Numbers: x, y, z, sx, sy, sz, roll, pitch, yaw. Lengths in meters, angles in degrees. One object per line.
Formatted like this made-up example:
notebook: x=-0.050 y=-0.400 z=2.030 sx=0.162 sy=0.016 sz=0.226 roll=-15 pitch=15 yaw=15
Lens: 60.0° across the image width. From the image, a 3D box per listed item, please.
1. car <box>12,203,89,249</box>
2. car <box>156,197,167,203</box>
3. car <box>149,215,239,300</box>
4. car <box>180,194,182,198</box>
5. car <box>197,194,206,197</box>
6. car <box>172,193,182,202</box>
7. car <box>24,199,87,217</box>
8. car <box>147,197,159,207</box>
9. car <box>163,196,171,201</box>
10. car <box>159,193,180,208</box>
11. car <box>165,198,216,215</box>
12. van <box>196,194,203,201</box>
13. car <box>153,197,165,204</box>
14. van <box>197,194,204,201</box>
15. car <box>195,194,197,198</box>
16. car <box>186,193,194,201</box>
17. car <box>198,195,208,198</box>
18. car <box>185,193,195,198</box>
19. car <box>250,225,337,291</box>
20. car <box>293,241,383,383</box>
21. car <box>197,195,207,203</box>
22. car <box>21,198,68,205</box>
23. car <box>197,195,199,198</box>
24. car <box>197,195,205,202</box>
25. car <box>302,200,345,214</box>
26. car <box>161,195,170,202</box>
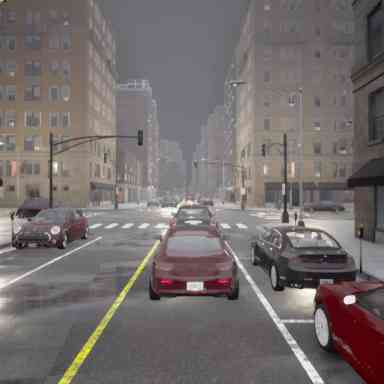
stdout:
car: x=-5.877 y=1.444 z=14.233 sx=1.967 sy=1.590 sz=4.097 roll=0 pitch=0 yaw=0
car: x=-6.273 y=1.663 z=69.117 sx=1.802 sy=1.307 sz=4.206 roll=0 pitch=0 yaw=-1
car: x=0.020 y=1.528 z=8.286 sx=1.812 sy=1.442 sz=4.674 roll=0 pitch=0 yaw=-1
car: x=-3.420 y=1.602 z=67.280 sx=1.812 sy=1.442 sz=4.674 roll=0 pitch=0 yaw=0
car: x=2.313 y=1.593 z=63.871 sx=1.752 sy=1.417 sz=4.829 roll=0 pitch=0 yaw=-1
car: x=-3.518 y=1.333 z=77.811 sx=2.150 sy=2.045 sz=5.566 roll=0 pitch=0 yaw=-1
car: x=-12.311 y=1.439 z=30.259 sx=4.902 sy=1.511 sz=2.128 roll=0 pitch=0 yaw=0
car: x=-6.085 y=1.594 z=52.594 sx=2.008 sy=1.369 sz=4.403 roll=0 pitch=0 yaw=-1
car: x=-6.461 y=1.718 z=85.640 sx=1.802 sy=1.307 sz=4.206 roll=0 pitch=0 yaw=-1
car: x=-3.263 y=1.389 z=48.479 sx=2.097 sy=1.767 sz=4.553 roll=0 pitch=0 yaw=-1
car: x=0.068 y=1.357 z=15.603 sx=2.097 sy=1.767 sz=4.553 roll=0 pitch=0 yaw=0
van: x=2.002 y=1.501 z=91.236 sx=1.690 sy=1.788 sz=3.998 roll=0 pitch=0 yaw=-1
car: x=-6.210 y=1.611 z=63.610 sx=1.887 sy=1.381 sz=4.507 roll=0 pitch=0 yaw=-1
van: x=2.065 y=1.478 z=85.729 sx=1.690 sy=1.788 sz=3.998 roll=0 pitch=0 yaw=-1
car: x=2.253 y=1.397 z=69.208 sx=2.192 sy=1.841 sz=5.009 roll=0 pitch=0 yaw=-1
car: x=-0.657 y=1.380 z=90.133 sx=2.150 sy=2.045 sz=5.566 roll=0 pitch=0 yaw=-1
car: x=2.440 y=1.588 z=52.687 sx=1.887 sy=1.381 sz=4.507 roll=0 pitch=0 yaw=-1
car: x=-0.535 y=1.339 z=79.415 sx=2.150 sy=2.045 sz=5.566 roll=0 pitch=0 yaw=-1
car: x=2.658 y=1.553 z=8.761 sx=2.008 sy=1.369 sz=4.403 roll=0 pitch=0 yaw=0
car: x=2.669 y=1.545 z=3.270 sx=1.887 sy=1.381 sz=4.507 roll=0 pitch=0 yaw=0
car: x=2.189 y=1.538 z=74.715 sx=1.967 sy=1.590 sz=4.097 roll=0 pitch=0 yaw=-1
car: x=-11.392 y=1.276 z=26.629 sx=4.553 sy=1.767 sz=2.097 roll=0 pitch=0 yaw=4
car: x=2.377 y=1.620 z=58.194 sx=1.947 sy=1.339 sz=4.313 roll=0 pitch=0 yaw=-1
car: x=2.127 y=1.557 z=80.221 sx=1.967 sy=1.590 sz=4.097 roll=0 pitch=0 yaw=-1
car: x=14.640 y=1.647 z=37.173 sx=4.674 sy=1.442 sz=1.812 roll=0 pitch=0 yaw=1
car: x=-6.398 y=1.556 z=80.133 sx=1.967 sy=1.590 sz=4.097 roll=0 pitch=0 yaw=-1
